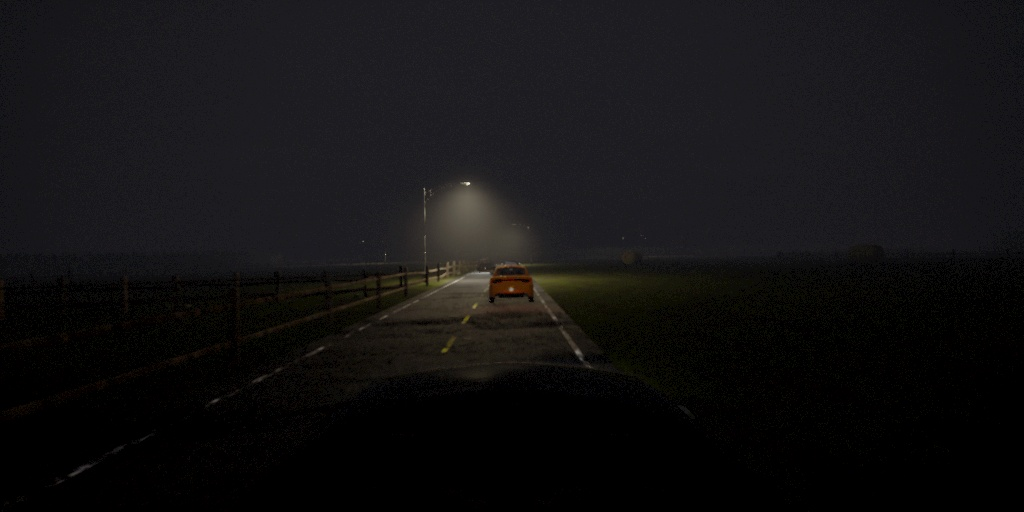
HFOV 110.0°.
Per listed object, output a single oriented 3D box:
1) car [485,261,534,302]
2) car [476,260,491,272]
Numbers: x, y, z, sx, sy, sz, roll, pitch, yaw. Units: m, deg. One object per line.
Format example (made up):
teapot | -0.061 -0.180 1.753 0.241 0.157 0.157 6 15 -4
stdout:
car | -0.030 1.157 16.758 1.882 1.535 5.008 -1 0 0
car | -2.985 1.162 41.703 1.994 1.385 4.181 -1 0 0
